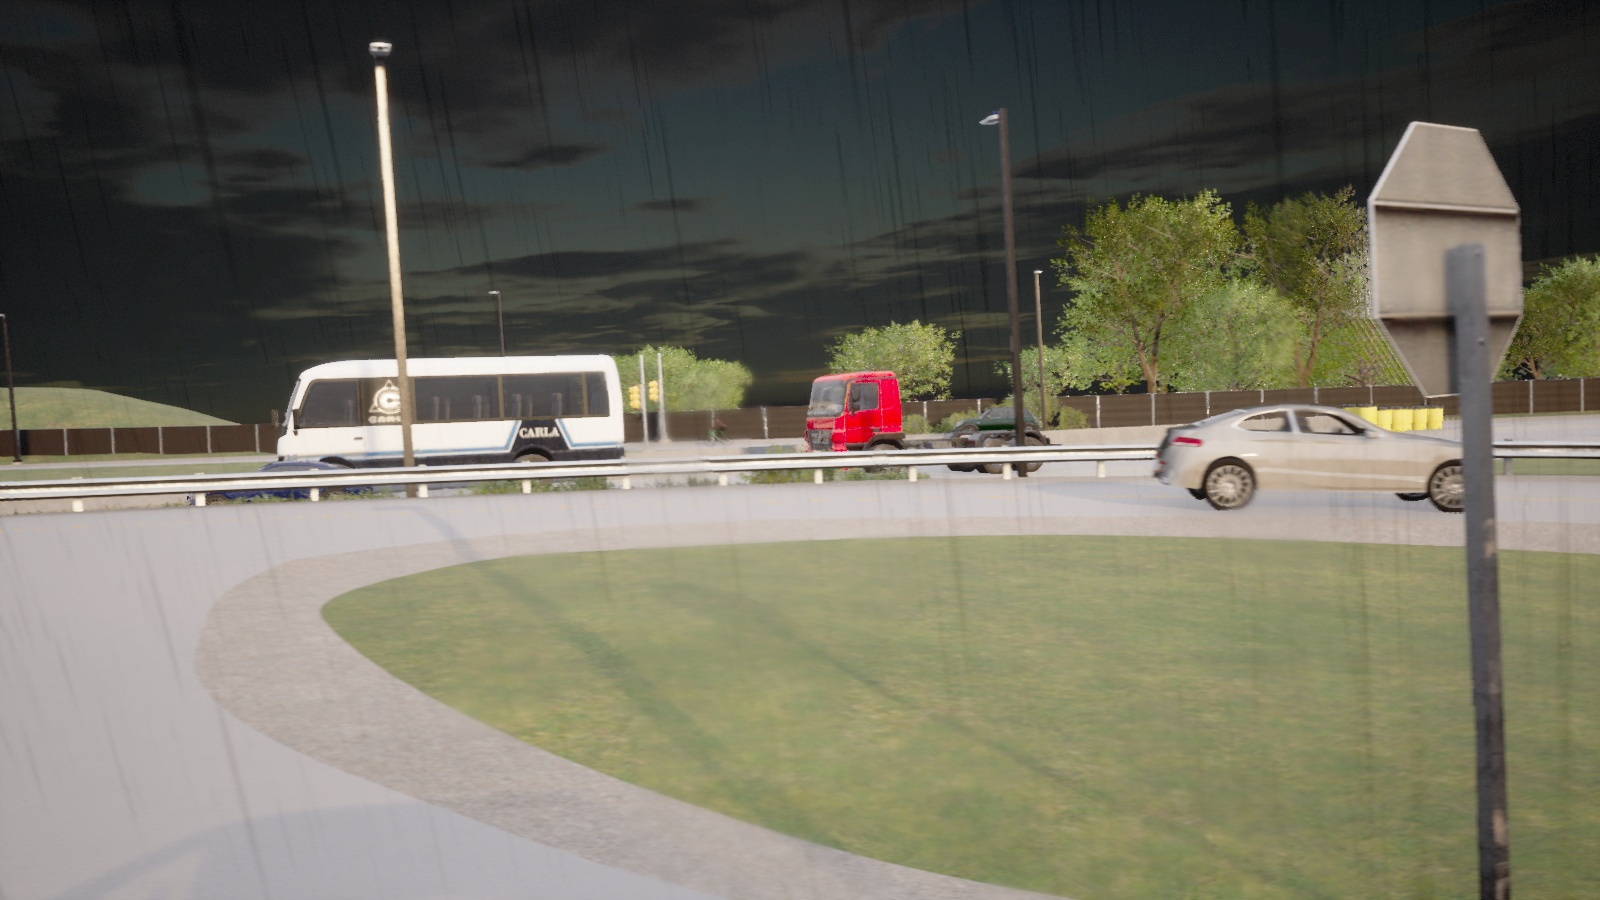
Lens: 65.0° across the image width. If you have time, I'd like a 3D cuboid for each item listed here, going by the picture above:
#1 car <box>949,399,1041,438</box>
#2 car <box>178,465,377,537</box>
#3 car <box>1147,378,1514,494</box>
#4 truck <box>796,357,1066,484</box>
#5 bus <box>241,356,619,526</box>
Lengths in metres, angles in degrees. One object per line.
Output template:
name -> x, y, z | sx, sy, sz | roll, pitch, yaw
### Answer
car -> 10.213, -1.667, 65.959 | 4.553, 1.767, 2.097 | -3, 2, 5
car -> -13.807, 1.317, 33.438 | 4.674, 1.442, 1.812 | -4, 2, -20
car -> 8.299, -0.251, 20.121 | 5.027, 1.651, 2.152 | -1, 3, 9
truck -> 4.196, -0.990, 40.061 | 7.936, 3.462, 2.891 | -4, 2, -20
bus -> -11.101, -0.400, 38.151 | 10.273, 4.253, 3.944 | -4, 2, -20
